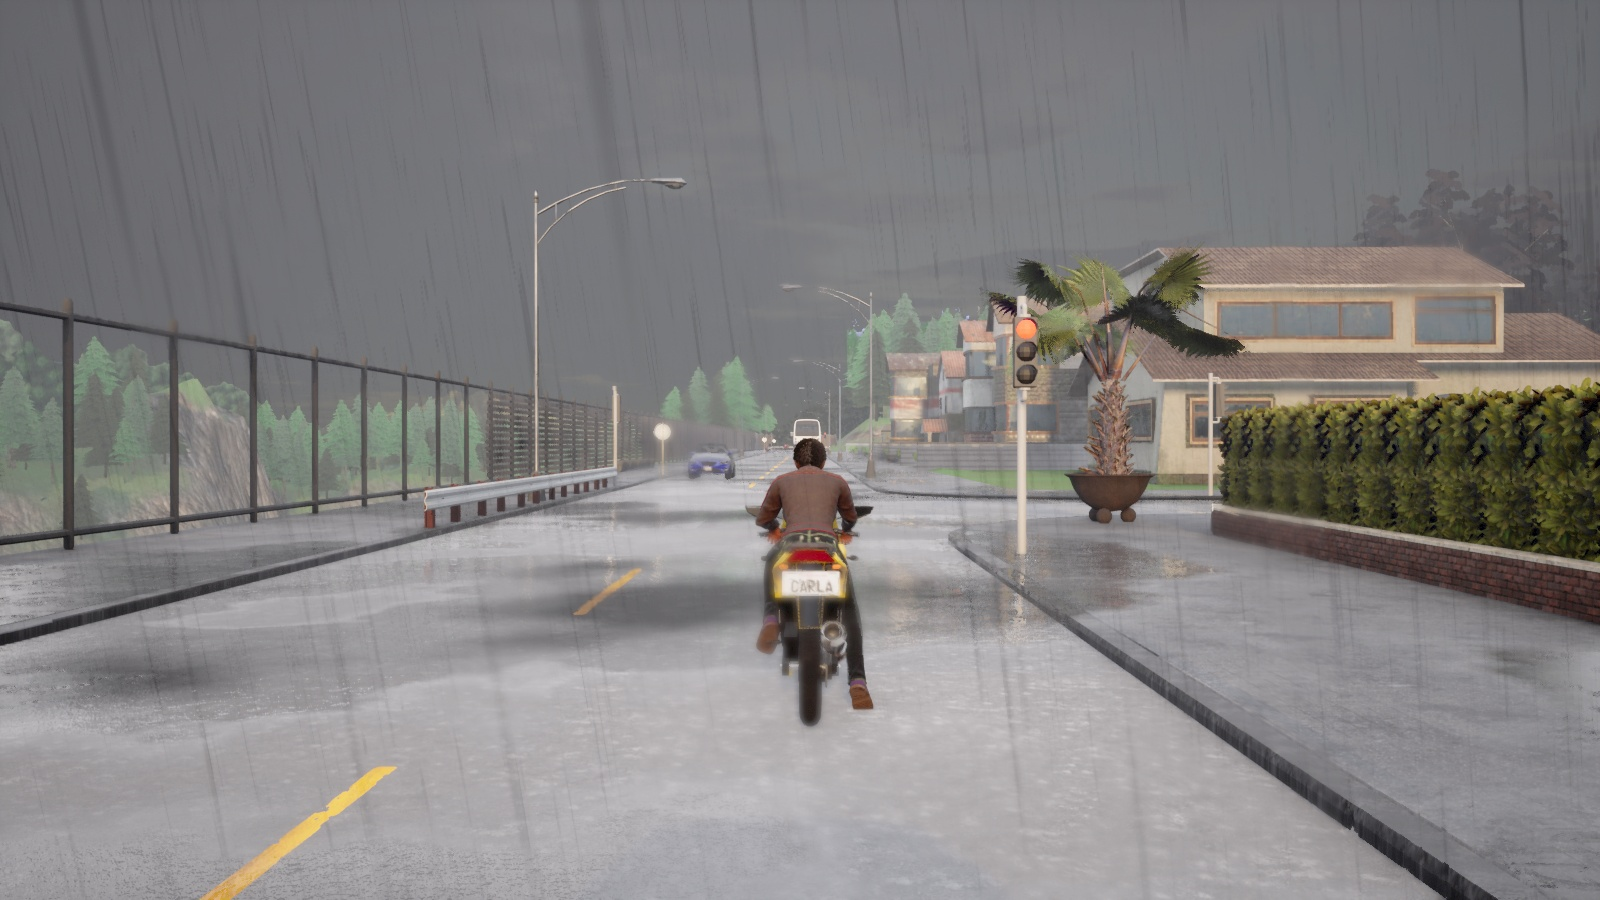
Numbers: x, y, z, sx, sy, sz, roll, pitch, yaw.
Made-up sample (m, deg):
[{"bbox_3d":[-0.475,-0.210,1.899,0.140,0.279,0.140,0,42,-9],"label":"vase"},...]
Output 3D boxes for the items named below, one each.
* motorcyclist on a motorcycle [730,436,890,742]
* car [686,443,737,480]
[{"bbox_3d":[0.056,0.688,7.269,0.797,1.523,2.044,0,0,0],"label":"motorcyclist on a motorcycle"},{"bbox_3d":[-3.689,0.460,52.722,1.816,1.474,4.193,0,0,0],"label":"car"}]
